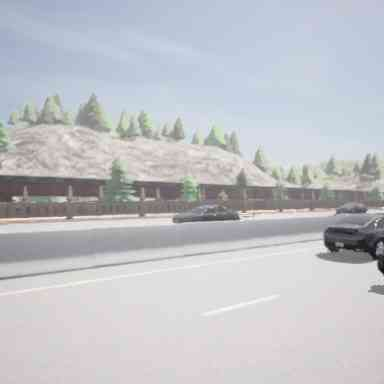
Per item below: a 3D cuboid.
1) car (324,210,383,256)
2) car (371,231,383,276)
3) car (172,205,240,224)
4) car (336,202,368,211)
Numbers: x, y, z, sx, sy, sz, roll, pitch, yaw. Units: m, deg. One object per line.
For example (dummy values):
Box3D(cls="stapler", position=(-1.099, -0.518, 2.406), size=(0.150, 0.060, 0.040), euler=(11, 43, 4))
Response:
Box3D(cls="car", position=(7.202, 1.642, 13.184), size=(4.892, 1.490, 1.837), euler=(1, 0, -35))
Box3D(cls="car", position=(6.875, 1.706, 8.651), size=(4.718, 1.301, 1.895), euler=(1, 0, -35))
Box3D(cls="car", position=(0.988, 1.645, 21.892), size=(4.892, 1.490, 1.837), euler=(1, -1, -35))
Box3D(cls="car", position=(18.758, 1.925, 38.805), size=(4.674, 1.442, 1.812), euler=(1, 0, -35))
